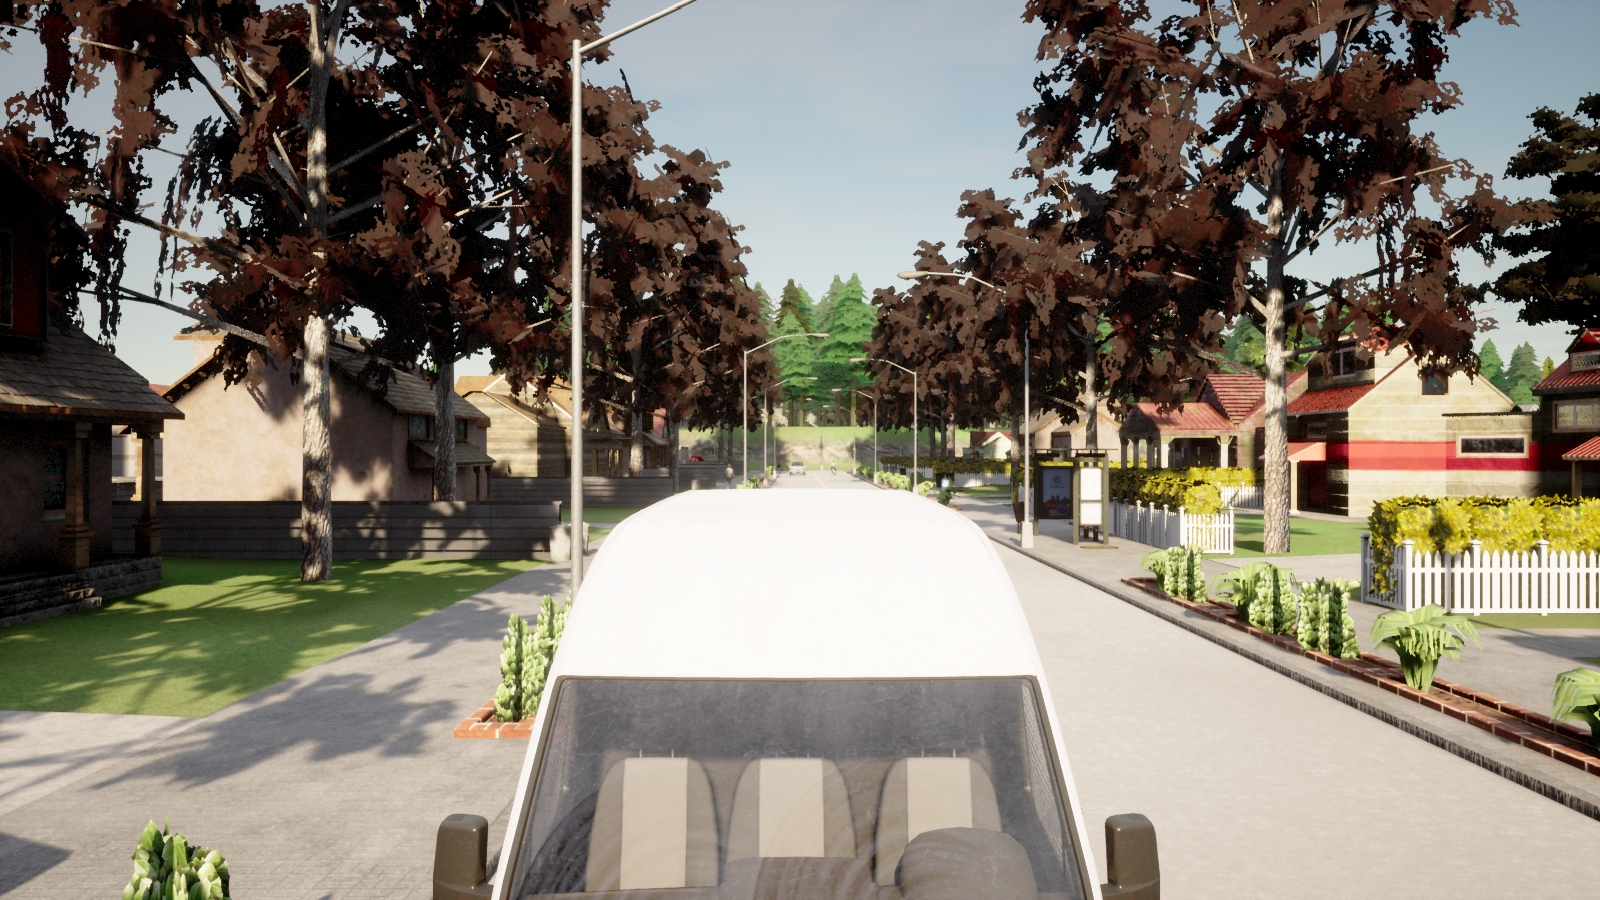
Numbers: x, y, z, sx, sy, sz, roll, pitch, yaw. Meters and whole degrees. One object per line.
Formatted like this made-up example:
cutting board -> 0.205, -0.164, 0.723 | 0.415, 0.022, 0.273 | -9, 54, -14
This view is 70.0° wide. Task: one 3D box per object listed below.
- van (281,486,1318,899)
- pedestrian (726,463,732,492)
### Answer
van -> -0.006, 1.534, 5.149 | 1.988, 2.561, 5.915 | 0, 0, 0
pedestrian -> -4.588, 1.743, 73.736 | 0.375, 1.860, 0.375 | 0, 0, 2
